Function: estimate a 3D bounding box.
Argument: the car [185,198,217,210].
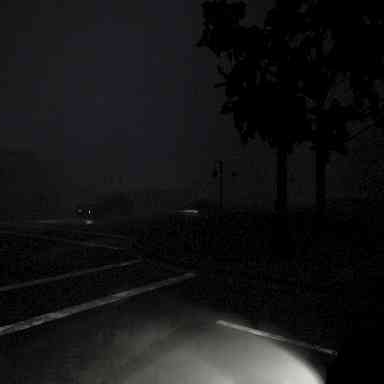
[{"bbox_3d":[1.245,1.547,43.293,2.033,1.411,5.357,0,0,35],"label":"car"}]

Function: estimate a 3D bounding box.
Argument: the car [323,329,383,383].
[{"bbox_3d":[2.915,1.564,1.894,4.181,1.385,1.994,0,0,36],"label":"car"}]

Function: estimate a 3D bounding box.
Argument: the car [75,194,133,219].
[{"bbox_3d":[-7.765,1.222,30.031,2.150,2.045,5.566,0,0,35],"label":"car"}]

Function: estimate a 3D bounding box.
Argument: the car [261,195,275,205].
[{"bbox_3d":[13.856,1.347,60.760,2.097,1.767,4.553,0,0,7],"label":"car"}]
